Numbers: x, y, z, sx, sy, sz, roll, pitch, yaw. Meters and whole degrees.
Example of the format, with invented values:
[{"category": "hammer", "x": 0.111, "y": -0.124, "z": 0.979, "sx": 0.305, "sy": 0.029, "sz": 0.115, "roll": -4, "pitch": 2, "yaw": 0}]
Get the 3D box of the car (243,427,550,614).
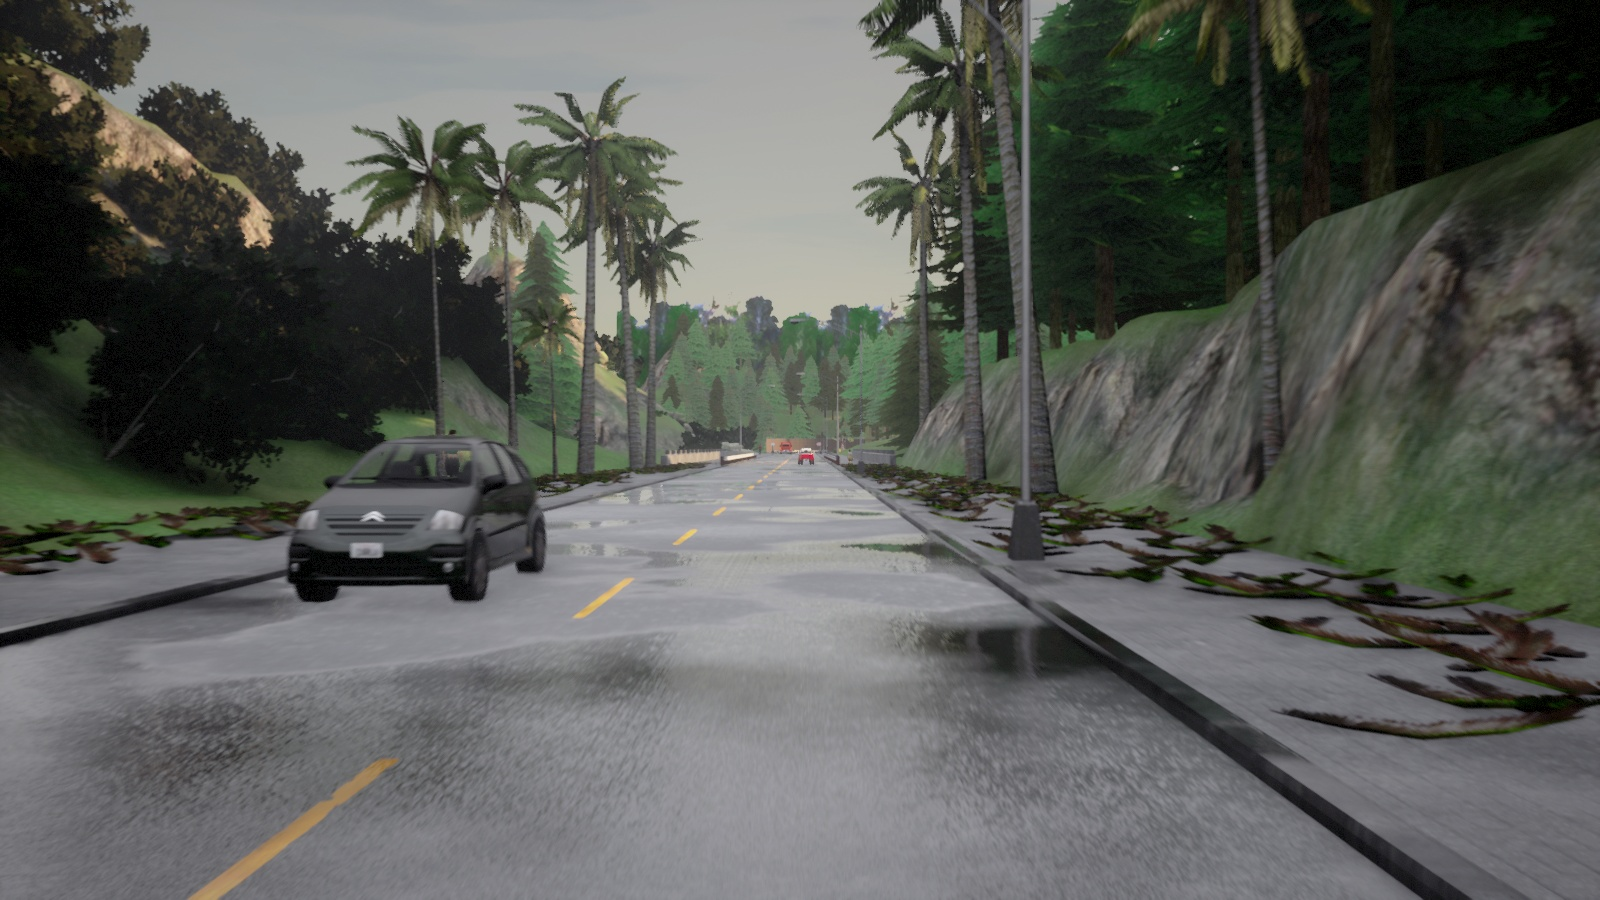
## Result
[{"category": "car", "x": -3.909, "y": 0.607, "z": 12.912, "sx": 1.851, "sy": 1.617, "sz": 3.988, "roll": 0, "pitch": 0, "yaw": 0}]
